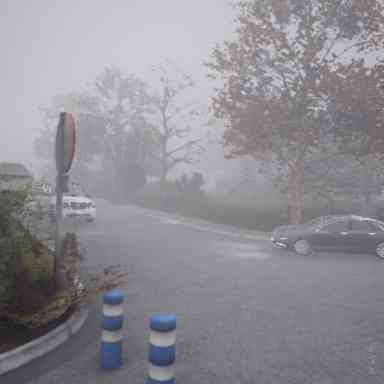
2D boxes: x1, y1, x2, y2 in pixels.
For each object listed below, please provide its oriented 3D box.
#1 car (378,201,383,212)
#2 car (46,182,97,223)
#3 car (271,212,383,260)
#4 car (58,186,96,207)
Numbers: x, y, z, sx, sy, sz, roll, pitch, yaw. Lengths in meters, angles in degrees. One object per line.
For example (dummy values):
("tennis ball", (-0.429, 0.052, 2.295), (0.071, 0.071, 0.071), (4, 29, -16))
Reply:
("car", (17.806, 1.699, 26.236), (5.566, 2.045, 2.435), (0, -2, 33))
("car", (-7.325, 0.518, 19.125), (2.150, 2.045, 5.566), (2, 2, -36))
("car", (5.591, 1.672, 12.893), (4.892, 1.490, 1.837), (2, 2, 3))
("car", (-10.071, 0.377, 28.908), (1.812, 1.442, 4.674), (3, 2, -35))
